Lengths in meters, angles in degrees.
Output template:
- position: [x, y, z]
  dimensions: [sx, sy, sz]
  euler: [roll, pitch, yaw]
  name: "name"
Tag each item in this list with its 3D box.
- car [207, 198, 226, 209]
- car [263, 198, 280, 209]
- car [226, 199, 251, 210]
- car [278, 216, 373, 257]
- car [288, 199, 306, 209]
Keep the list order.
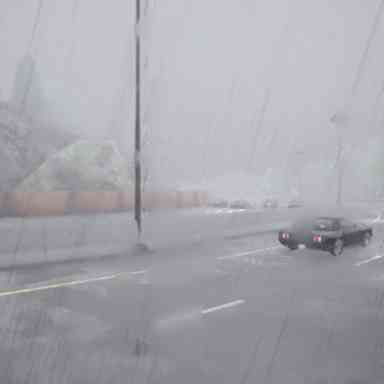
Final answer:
- position: [3.695, 1.533, 46.620]
  dimensions: [1.882, 1.535, 5.008]
  euler: [0, 0, 24]
  name: "car"
- position: [11.007, 1.551, 45.965]
  dimensions: [2.128, 1.511, 4.902]
  euler: [0, 0, 21]
  name: "car"
- position: [6.513, 1.619, 44.451]
  dimensions: [1.994, 1.385, 4.181]
  euler: [0, 0, 24]
  name: "car"
- position: [5.456, 1.620, 13.189]
  dimensions: [4.718, 1.301, 1.895]
  euler: [0, 0, -44]
  name: "car"
- position: [13.811, 1.606, 43.468]
  dimensions: [2.033, 1.411, 5.357]
  euler: [0, 0, 23]
  name: "car"
